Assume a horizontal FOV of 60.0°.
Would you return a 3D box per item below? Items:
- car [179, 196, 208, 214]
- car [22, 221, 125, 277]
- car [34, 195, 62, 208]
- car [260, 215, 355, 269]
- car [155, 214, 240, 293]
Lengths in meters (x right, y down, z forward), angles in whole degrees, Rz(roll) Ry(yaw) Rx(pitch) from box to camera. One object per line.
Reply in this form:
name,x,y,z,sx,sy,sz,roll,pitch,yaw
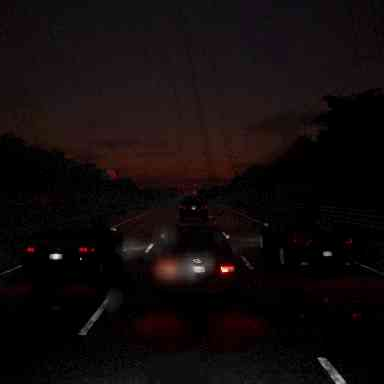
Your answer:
car,0.128,1.340,27.625,2.150,2.045,5.566,0,0,0
car,-3.389,1.584,10.283,1.994,1.385,4.181,0,0,0
car,-20.962,1.501,48.815,2.150,2.045,5.566,0,-1,0
car,3.610,1.502,11.309,1.882,1.535,5.008,0,0,0
car,0.109,1.563,8.992,2.033,1.411,5.357,0,0,0
